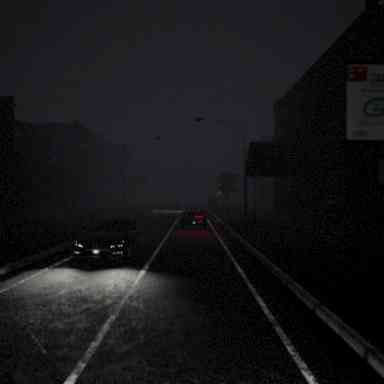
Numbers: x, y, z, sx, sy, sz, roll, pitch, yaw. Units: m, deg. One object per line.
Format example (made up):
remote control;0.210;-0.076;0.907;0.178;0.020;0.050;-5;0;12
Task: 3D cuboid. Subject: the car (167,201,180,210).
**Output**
car;-2.938;2.167;54.282;1.882;1.535;5.008;1;-2;0

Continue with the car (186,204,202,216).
car;0.196;2.237;42.046;1.895;1.301;4.718;1;-1;0

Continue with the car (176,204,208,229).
car;0.158;1.911;25.060;2.128;1.511;4.902;1;-1;0

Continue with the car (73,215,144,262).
car;-3.066;1.709;13.080;1.837;1.490;4.892;1;-1;0
